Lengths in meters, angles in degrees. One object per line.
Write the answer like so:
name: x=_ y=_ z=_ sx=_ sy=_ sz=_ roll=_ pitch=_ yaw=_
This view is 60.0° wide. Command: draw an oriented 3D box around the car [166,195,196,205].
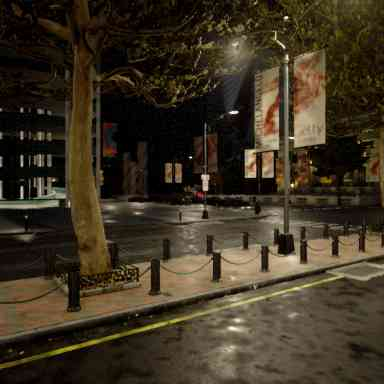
car: x=-1.913 y=1.352 z=57.747 sx=2.097 sy=1.767 sz=4.553 roll=0 pitch=0 yaw=-37

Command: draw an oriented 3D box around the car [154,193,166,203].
car: x=-6.805 y=1.221 z=69.129 sx=5.566 sy=2.045 sz=2.150 roll=0 pitch=0 yaw=41

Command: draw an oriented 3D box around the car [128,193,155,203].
car: x=-10.637 y=1.547 z=67.610 sx=5.357 sy=1.411 sz=2.033 roll=0 pitch=0 yaw=39

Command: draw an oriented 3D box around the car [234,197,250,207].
car: x=6.582 y=1.547 z=51.978 sx=2.033 sy=1.411 sz=5.357 roll=0 pitch=0 yaw=-35

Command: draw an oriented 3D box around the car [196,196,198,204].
car: x=1.006 y=1.526 z=59.710 sx=1.812 sy=1.442 sz=4.674 roll=0 pitch=0 yaw=-36

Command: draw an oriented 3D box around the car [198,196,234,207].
car: x=3.522 y=1.478 z=50.230 sx=1.882 sy=1.535 sz=5.008 roll=0 pitch=0 yaw=-35
